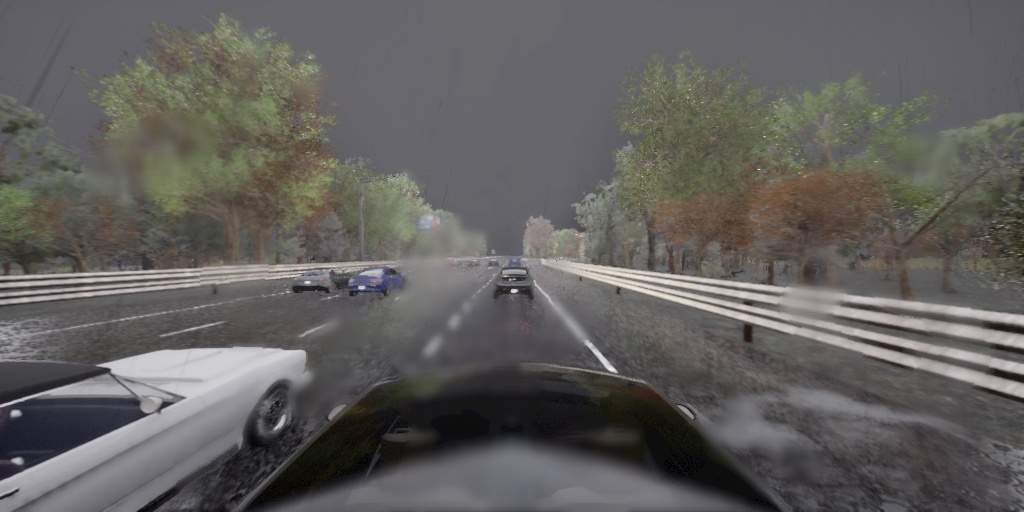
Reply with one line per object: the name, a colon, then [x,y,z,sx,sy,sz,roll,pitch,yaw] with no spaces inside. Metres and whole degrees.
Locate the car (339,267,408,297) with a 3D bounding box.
car: [-6.895,1.276,18.758,1.812,1.442,4.674,0,0,0]

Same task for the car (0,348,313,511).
car: [-3.401,1.351,2.293,1.895,1.301,4.718,0,0,0]

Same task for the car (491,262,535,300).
car: [0.106,1.256,17.885,1.837,1.490,4.892,0,0,0]

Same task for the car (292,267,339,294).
car: [-10.392,1.315,20.241,1.994,1.385,4.181,0,0,0]
